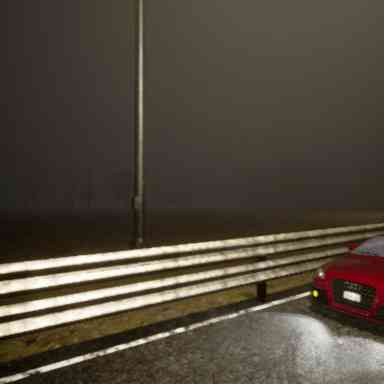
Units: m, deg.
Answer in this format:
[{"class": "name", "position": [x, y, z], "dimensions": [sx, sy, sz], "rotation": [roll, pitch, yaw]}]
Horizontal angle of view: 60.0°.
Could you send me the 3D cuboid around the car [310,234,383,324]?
[{"class": "car", "position": [4.319, 1.582, 6.765], "dimensions": [4.181, 1.385, 1.994], "rotation": [0, 0, -36]}]
